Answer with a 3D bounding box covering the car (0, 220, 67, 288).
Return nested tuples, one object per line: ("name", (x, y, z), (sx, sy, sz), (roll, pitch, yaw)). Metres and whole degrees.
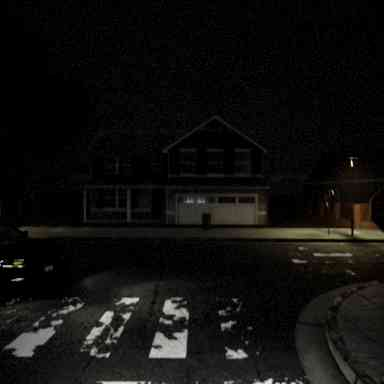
("car", (-5.508, 1.431, 8.482), (5.008, 1.535, 1.882), (0, 0, 23))
